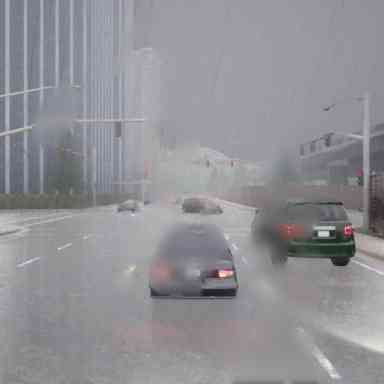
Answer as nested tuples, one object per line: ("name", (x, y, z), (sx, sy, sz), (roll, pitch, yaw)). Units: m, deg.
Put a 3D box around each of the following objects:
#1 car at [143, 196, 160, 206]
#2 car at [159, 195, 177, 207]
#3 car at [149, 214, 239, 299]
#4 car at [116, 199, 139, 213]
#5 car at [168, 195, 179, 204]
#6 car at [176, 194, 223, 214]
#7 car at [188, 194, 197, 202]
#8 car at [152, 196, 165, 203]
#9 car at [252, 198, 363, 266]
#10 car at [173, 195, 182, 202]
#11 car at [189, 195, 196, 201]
("car", (-7.072, 1.599, 56.278), (1.895, 1.301, 4.718), (0, 0, 0))
("car", (-3.580, 1.476, 52.092), (1.882, 1.535, 5.008), (0, 0, 0))
("car", (0.057, 1.547, 8.611), (2.033, 1.411, 5.357), (0, 0, 1))
("car", (-7.090, 1.561, 37.278), (1.812, 1.442, 4.674), (0, 0, 0))
("car", (-3.529, 1.476, 64.607), (1.882, 1.535, 5.008), (0, 0, 1))
("car", (0.905, 1.379, 32.516), (2.097, 1.767, 4.553), (0, 0, -40))
("car", (0.021, 1.353, 78.630), (2.097, 1.767, 4.553), (0, 0, 0))
("car", (-6.981, 1.523, 69.555), (2.128, 1.511, 4.902), (0, 0, 0))
("car", (3.574, 1.221, 11.645), (2.150, 2.045, 5.566), (0, 0, 1))
("car", (-3.478, 1.500, 80.003), (2.128, 1.511, 4.902), (0, 0, 0))
("car", (0.024, 1.498, 88.874), (1.837, 1.490, 4.892), (0, 0, 0))
